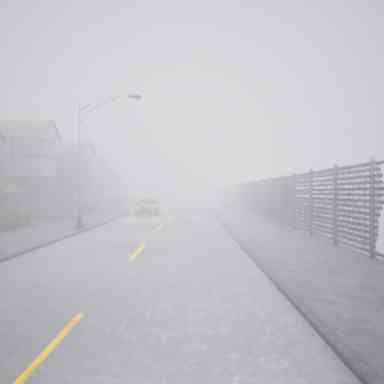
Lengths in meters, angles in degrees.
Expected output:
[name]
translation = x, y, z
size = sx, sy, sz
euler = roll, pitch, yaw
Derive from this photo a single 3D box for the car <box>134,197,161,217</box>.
[car]
translation = -4.081, 1.350, 31.206
size = 2.097, 1.767, 4.553
euler = 0, 0, 0
